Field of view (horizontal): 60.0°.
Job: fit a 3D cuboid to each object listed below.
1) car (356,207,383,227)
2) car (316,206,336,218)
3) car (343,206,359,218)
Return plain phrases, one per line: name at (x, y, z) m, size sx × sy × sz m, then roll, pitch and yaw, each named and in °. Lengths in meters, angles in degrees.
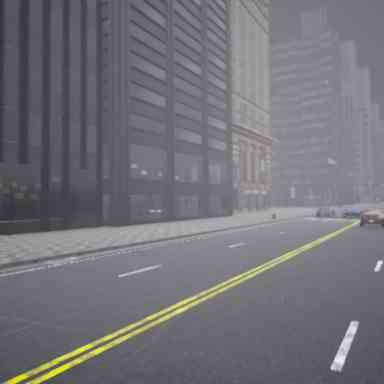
car at (15.655, 2.210, 28.642) m, size 1.812 × 1.442 × 4.674 m, roll -1°, pitch -2°, yaw 33°
car at (17.696, 2.622, 43.852) m, size 1.837 × 1.490 × 4.892 m, roll -1°, pitch -2°, yaw 33°
car at (20.409, 2.506, 42.067) m, size 1.882 × 1.535 × 5.008 m, roll -1°, pitch -2°, yaw 33°
